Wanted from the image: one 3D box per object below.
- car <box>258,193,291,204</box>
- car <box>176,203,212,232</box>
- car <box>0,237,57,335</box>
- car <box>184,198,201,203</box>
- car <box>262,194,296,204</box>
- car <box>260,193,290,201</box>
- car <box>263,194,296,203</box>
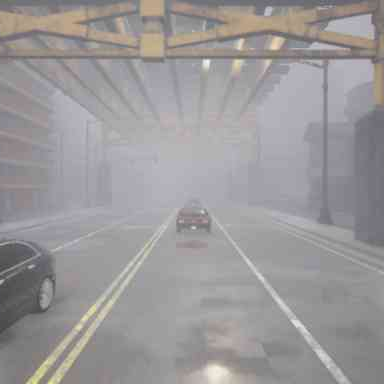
[{"bbox_3d":[13.593,1.035,54.719,4.974,1.542,2.038,0,1,25],"label":"car"},{"bbox_3d":[0.088,1.529,19.418,1.895,1.301,4.718,0,0,0],"label":"car"},{"bbox_3d":[-3.601,1.501,4.774,1.837,1.490,4.892,0,0,0],"label":"car"},{"bbox_3d":[0.104,1.325,37.069,1.994,1.385,4.181,0,1,0],"label":"car"},{"bbox_3d":[13.267,1.077,50.561,4.974,1.542,2.038,0,1,-20],"label":"car"},{"bbox_3d":[13.641,0.878,54.696,4.536,1.218,1.853,0,1,25],"label":"car"},{"bbox_3d":[13.315,0.920,50.577,4.536,1.218,1.853,0,1,-20],"label":"car"}]
